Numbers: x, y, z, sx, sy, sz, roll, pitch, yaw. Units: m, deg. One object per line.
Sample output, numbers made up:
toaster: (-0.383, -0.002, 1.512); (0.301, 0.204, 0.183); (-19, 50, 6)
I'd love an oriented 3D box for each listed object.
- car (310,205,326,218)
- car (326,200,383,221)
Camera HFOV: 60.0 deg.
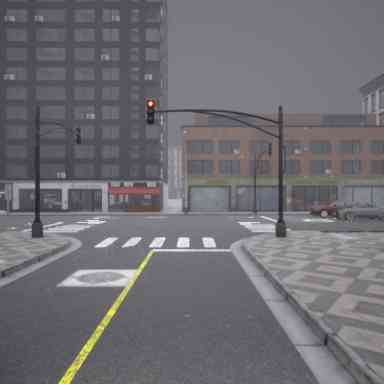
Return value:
car: (13.161, 1.486, 29.862); (5.008, 1.535, 1.882); (0, 0, 1)
car: (13.415, 1.546, 26.608); (4.181, 1.385, 1.994); (0, 0, 0)
